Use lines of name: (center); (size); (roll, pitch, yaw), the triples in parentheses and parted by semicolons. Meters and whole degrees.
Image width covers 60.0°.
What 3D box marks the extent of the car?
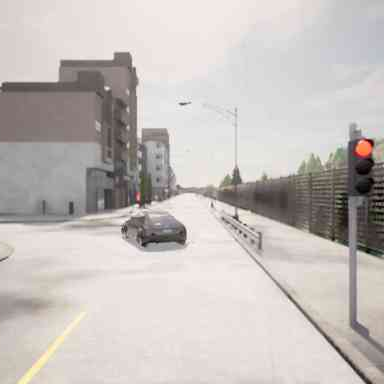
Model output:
car: (-1.825, 1.542, 15.230); (1.994, 1.385, 4.181); (0, 0, -24)
